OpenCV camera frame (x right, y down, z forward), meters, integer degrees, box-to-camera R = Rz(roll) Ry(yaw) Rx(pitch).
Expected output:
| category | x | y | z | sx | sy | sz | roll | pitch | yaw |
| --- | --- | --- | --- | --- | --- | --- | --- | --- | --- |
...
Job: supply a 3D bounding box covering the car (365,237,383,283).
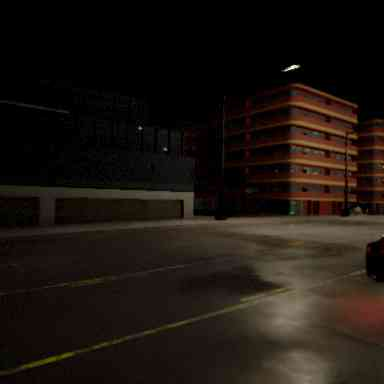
| category | x | y | z | sx | sy | sz | roll | pitch | yaw |
| --- | --- | --- | --- | --- | --- | --- | --- | --- | --- |
| car | 6.460 | 1.521 | 8.629 | 5.008 | 1.535 | 1.882 | 0 | 0 | -36 |
